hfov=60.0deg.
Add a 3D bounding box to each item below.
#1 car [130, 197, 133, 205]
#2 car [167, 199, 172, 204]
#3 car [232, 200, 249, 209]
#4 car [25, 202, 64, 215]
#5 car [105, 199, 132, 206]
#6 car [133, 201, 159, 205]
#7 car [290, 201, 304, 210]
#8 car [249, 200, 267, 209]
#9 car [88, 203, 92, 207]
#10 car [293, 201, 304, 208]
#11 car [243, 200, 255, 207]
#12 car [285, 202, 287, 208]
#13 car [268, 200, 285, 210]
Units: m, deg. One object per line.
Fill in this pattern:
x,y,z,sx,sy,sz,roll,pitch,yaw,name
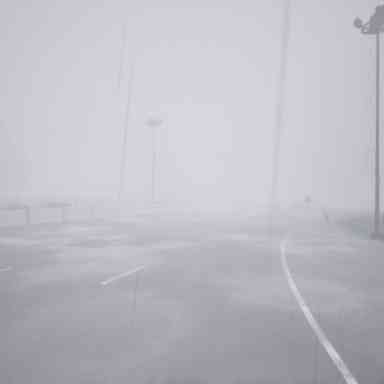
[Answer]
-11.832,2.000,68.176,2.150,2.045,5.566,0,-1,20,car
-5.554,2.172,65.008,2.097,1.767,4.553,0,-1,21,car
9.384,2.373,65.022,2.097,1.767,4.553,0,-1,20,car
-13.832,1.649,32.638,1.837,1.490,4.892,0,-1,20,car
-11.356,1.993,49.436,1.812,1.442,4.674,0,-1,21,car
-6.551,2.130,52.294,2.033,1.411,5.357,0,-1,21,car
19.233,2.654,61.386,1.994,1.385,4.181,0,-1,20,car
12.676,2.570,63.837,1.812,1.442,4.674,0,-1,20,car
-15.925,2.102,57.112,1.994,1.385,4.181,0,-1,21,car
22.702,2.689,70.806,1.994,1.385,4.181,0,-1,20,car
12.850,2.567,74.436,1.837,1.490,4.892,0,-1,20,car
19.410,2.468,71.991,2.097,1.767,4.553,0,-1,20,car
15.960,2.593,62.628,1.812,1.442,4.674,0,-1,20,car
